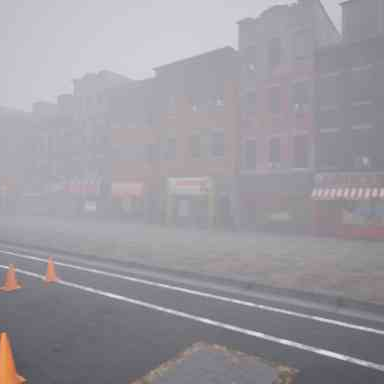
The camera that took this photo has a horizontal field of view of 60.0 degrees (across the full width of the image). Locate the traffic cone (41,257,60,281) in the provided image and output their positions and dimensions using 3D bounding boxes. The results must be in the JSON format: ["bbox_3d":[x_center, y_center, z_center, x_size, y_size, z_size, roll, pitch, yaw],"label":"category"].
[{"bbox_3d":[-3.705,1.997,8.732,0.340,0.580,0.340,0,0,36],"label":"traffic cone"}]

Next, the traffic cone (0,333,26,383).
[{"bbox_3d":[-2.227,1.975,3.956,0.340,0.580,0.340,0,0,36],"label":"traffic cone"}]

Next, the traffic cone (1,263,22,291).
[{"bbox_3d":[-4.292,1.994,7.922,0.340,0.580,0.340,0,0,36],"label":"traffic cone"}]
